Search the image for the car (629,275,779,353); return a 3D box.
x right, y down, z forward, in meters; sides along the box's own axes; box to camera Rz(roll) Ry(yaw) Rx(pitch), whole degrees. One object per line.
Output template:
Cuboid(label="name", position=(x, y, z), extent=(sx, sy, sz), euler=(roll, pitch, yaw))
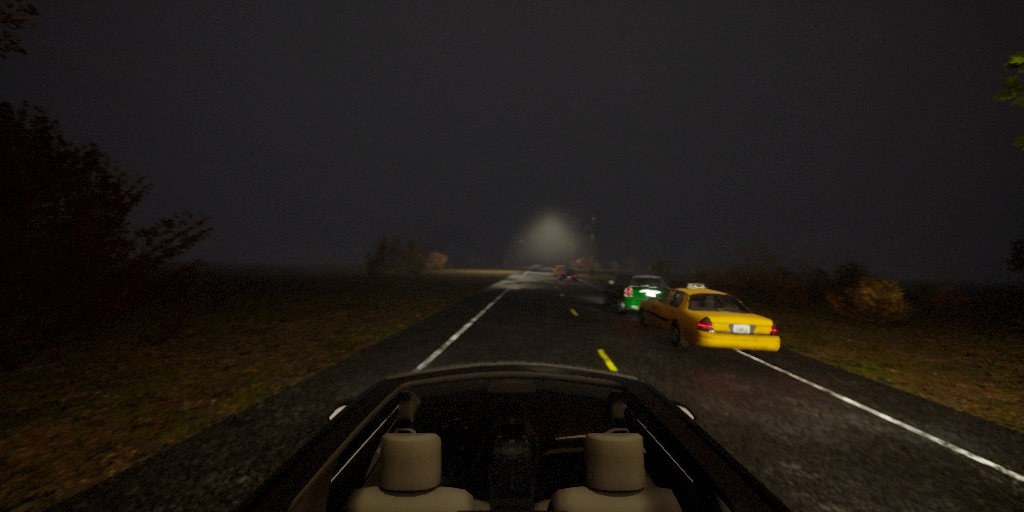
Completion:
Cuboid(label="car", position=(5.004, 1.542, 10.072), extent=(1.801, 1.575, 5.366), euler=(3, -1, 4))

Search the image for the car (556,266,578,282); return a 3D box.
Cuboid(label="car", position=(6.217, 2.028, 40.022), extent=(1.812, 1.442, 4.674), euler=(3, -1, 5))

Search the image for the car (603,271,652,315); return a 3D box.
Cuboid(label="car", position=(5.436, 1.527, 15.836), extent=(2.097, 1.767, 4.553), euler=(3, -1, 4))

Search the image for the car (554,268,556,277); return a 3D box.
Cuboid(label="car", position=(6.978, 2.146, 50.855), extent=(1.882, 1.535, 5.008), euler=(3, -1, 4))
